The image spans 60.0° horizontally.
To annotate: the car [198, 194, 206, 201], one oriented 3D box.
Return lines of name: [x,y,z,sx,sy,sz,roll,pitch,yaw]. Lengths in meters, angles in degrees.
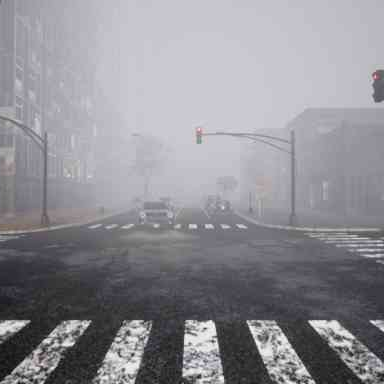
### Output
car: [2.704,1.446,87.762,1.967,1.590,4.097,1,0,0]

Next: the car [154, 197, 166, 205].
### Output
car: [-5.678,1.587,59.354,1.802,1.307,4.206,1,0,0]

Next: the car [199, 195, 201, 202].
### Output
car: [2.707,1.321,65.067,2.192,1.841,5.009,1,0,0]

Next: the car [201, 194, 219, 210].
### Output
car: [2.707,1.320,42.371,2.192,1.841,5.009,1,0,0]

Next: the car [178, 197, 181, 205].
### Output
car: [-3.036,1.553,60.017,2.033,1.411,5.357,0,0,1]

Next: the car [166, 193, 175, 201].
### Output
car: [-5.673,1.321,87.724,2.192,1.841,5.009,1,0,0]

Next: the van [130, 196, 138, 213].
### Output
van: [-5.673,1.346,36.658,1.690,1.788,3.998,1,0,0]

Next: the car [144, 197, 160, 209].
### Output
car: [-5.677,1.530,47.836,1.752,1.417,4.829,1,0,0]

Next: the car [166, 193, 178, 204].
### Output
car: [-3.097,1.356,38.234,2.097,1.767,4.553,0,0,0]

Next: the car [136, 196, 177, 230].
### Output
car: [-2.382,1.355,21.290,2.097,1.767,4.553,0,0,-9]

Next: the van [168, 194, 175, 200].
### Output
van: [-5.674,1.347,93.398,1.690,1.788,3.998,1,0,0]

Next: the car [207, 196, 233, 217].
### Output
car: [2.705,1.444,31.023,1.967,1.590,4.097,1,0,0]

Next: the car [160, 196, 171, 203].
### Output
car: [-5.678,1.572,70.702,1.947,1.339,4.313,1,0,0]

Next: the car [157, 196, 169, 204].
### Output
car: [-5.678,1.572,65.028,1.947,1.339,4.313,1,0,0]

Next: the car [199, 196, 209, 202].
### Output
car: [2.702,1.572,76.415,1.947,1.339,4.313,1,0,0]

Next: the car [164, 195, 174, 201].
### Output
car: [-5.677,1.557,82.050,2.008,1.369,4.403,1,0,0]
